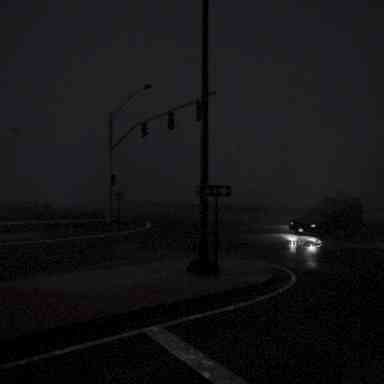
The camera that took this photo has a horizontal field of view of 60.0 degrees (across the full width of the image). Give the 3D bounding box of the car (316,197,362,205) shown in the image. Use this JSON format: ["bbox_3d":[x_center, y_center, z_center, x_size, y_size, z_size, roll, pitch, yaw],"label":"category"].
[{"bbox_3d":[11.281,1.426,26.132,5.566,2.045,2.150,0,0,-35],"label":"car"}]

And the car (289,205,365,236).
[{"bbox_3d":[8.050,1.699,19.539,5.357,1.411,2.033,1,0,-35],"label":"car"}]
